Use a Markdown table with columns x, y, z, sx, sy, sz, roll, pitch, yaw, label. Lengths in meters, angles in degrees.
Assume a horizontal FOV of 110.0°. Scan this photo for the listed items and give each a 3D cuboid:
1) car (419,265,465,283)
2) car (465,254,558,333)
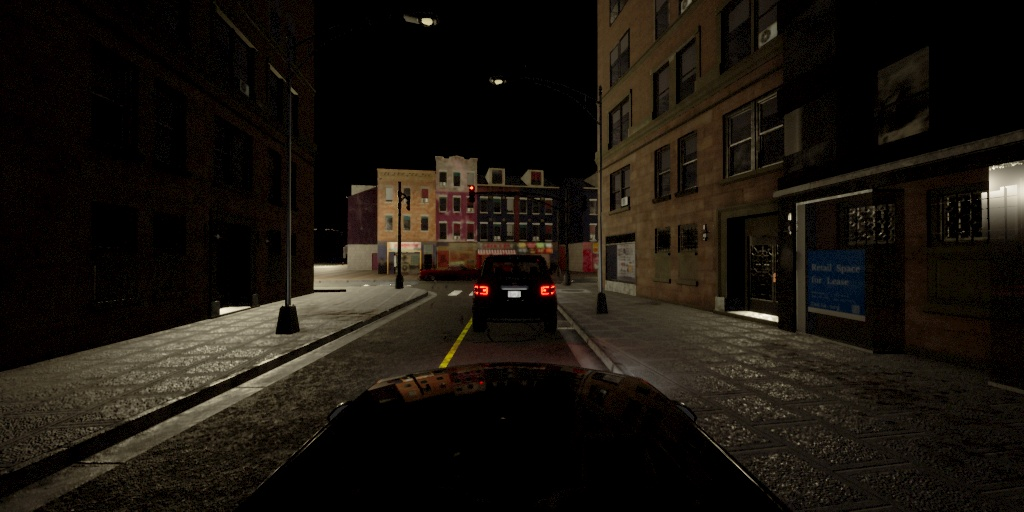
| x | y | z | sx | sy | sz | roll | pitch | yaw | label |
| --- | --- | --- | --- | --- | --- | --- | --- | --- | --- |
| -4.718 | 1.368 | 27.543 | 4.718 | 1.301 | 1.895 | 0 | 0 | -10 | car |
| 0.096 | 0.972 | 10.940 | 2.150 | 2.045 | 5.566 | 0 | 0 | 1 | car |
